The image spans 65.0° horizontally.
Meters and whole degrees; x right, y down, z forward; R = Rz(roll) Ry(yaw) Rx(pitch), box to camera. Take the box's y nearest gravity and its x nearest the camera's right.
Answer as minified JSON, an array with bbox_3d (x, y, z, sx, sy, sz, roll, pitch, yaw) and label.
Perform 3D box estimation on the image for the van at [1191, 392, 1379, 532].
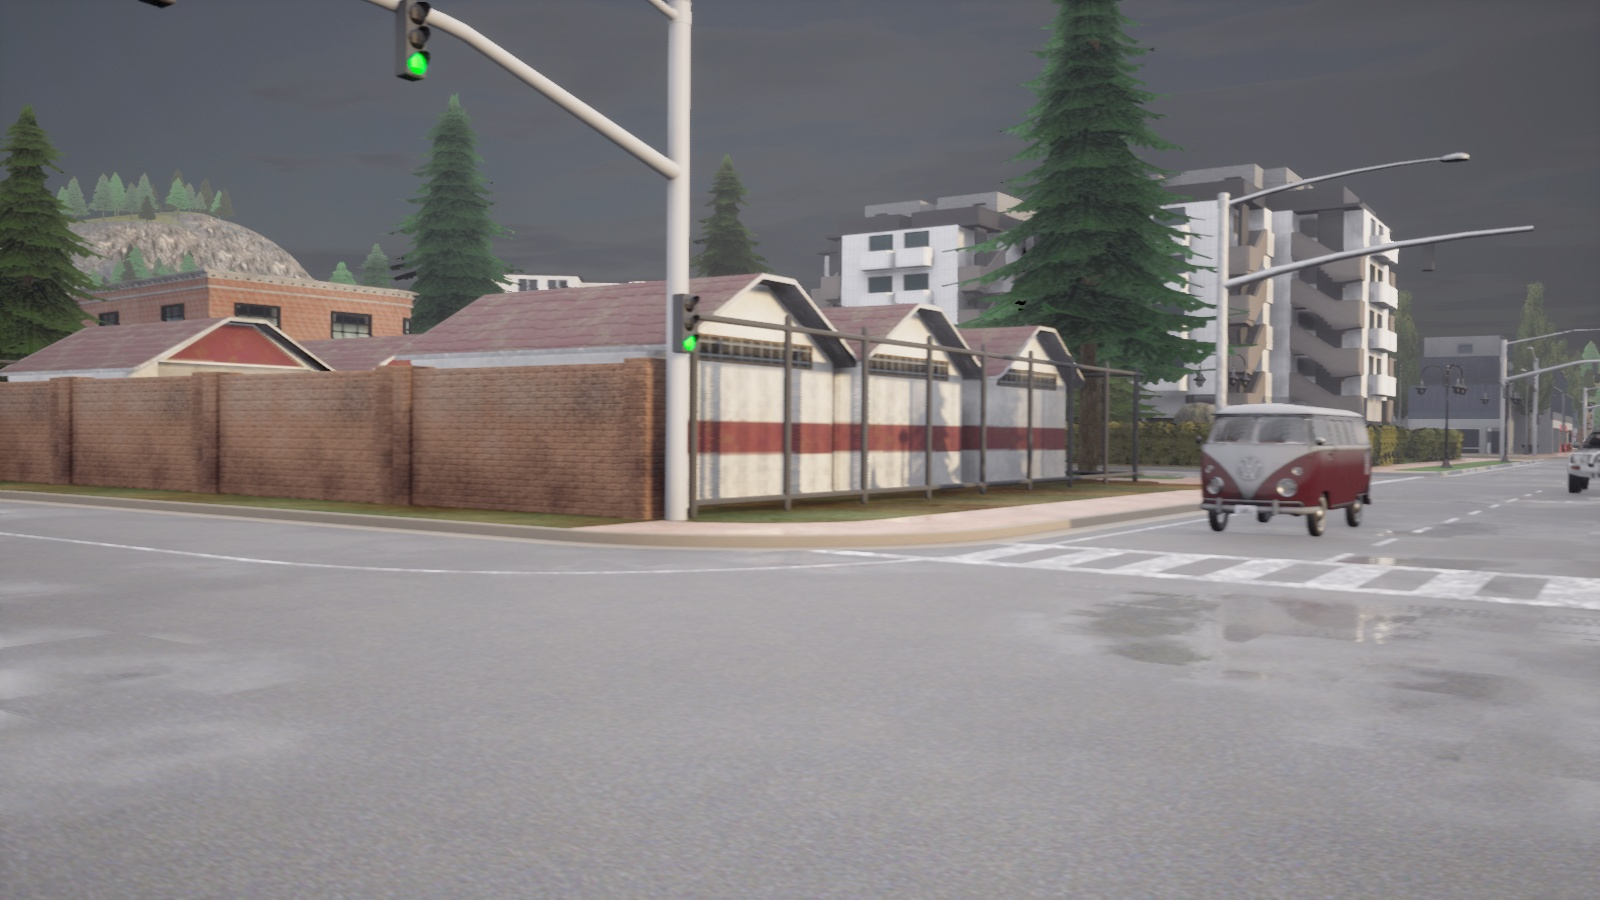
[{"bbox_3d":[7.878,0.138,20.143,1.775,1.987,4.442,0,1,35],"label":"van"}]

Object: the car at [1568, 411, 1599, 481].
[{"bbox_3d":[22.642,-0.133,34.893,1.932,1.855,4.605,0,1,35],"label":"car"}]
